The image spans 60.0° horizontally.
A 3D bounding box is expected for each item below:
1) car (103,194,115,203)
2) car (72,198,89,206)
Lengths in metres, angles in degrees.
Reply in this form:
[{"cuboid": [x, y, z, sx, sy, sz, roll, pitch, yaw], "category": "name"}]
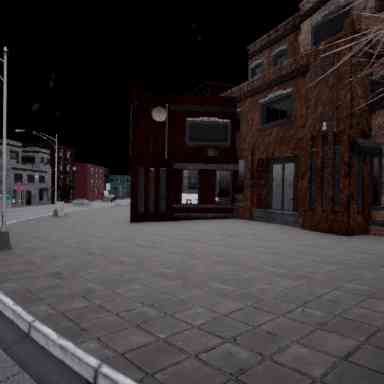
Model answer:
[{"cuboid": [-20.938, 1.610, 84.280, 2.150, 2.045, 5.566, 1, -1, -1], "category": "car"}, {"cuboid": [-20.766, 1.833, 61.946, 1.895, 1.301, 4.718, 1, 0, 0], "category": "car"}]
